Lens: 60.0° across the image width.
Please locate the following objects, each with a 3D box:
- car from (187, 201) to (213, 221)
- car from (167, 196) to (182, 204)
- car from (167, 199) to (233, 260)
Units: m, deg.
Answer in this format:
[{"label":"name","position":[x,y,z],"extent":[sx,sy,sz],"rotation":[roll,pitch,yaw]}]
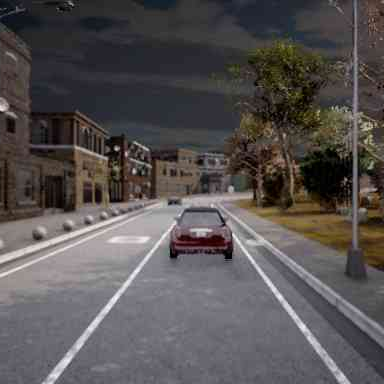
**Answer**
[{"label":"car","position":[0.680,1.494,26.992],"extent":[1.895,1.301,4.718],"rotation":[0,0,2]},{"label":"car","position":[-2.401,1.277,48.148],"extent":[2.033,1.411,5.357],"rotation":[0,0,3]},{"label":"car","position":[0.347,1.340,12.639],"extent":[2.097,1.767,4.553],"rotation":[0,0,2]}]
